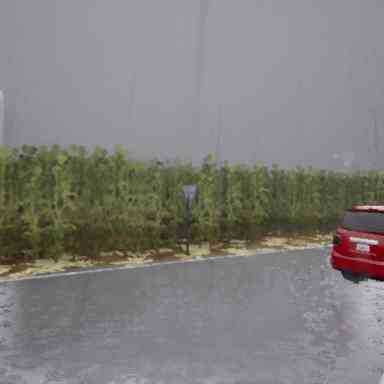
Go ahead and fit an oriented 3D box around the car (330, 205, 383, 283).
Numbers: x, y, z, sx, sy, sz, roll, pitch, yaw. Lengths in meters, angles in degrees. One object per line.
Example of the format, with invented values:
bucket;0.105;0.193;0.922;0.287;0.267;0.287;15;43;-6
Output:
car;6.090;1.371;8.822;5.566;2.045;2.150;1;0;-32
